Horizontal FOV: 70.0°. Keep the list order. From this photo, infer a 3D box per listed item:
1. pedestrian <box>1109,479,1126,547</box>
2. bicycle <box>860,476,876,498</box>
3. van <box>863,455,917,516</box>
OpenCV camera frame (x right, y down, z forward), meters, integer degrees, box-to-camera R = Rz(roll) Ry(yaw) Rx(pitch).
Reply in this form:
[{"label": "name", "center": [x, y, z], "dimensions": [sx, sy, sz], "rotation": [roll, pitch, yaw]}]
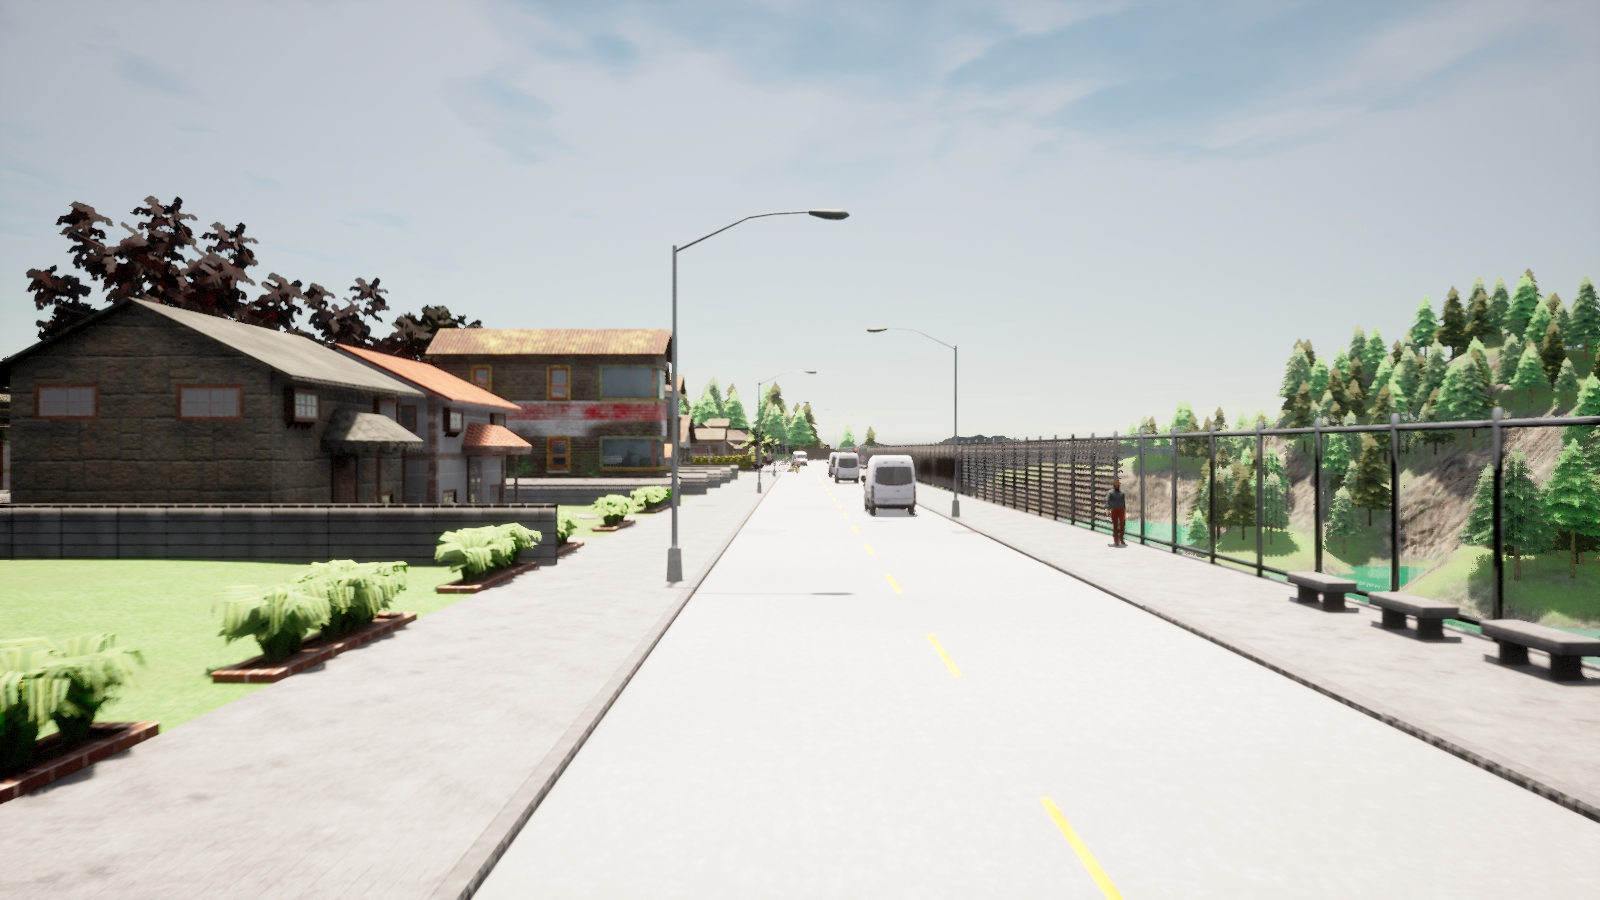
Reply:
[{"label": "pedestrian", "center": [8.827, 1.743, 31.781], "dimensions": [0.375, 1.860, 0.375], "rotation": [0, 0, 5]}, {"label": "bicycle", "center": [3.996, 2.158, 67.190], "dimensions": [0.859, 1.276, 1.487], "rotation": [0, 0, 0]}, {"label": "van", "center": [3.983, 1.534, 51.390], "dimensions": [1.988, 2.561, 5.915], "rotation": [0, 0, 0]}]
